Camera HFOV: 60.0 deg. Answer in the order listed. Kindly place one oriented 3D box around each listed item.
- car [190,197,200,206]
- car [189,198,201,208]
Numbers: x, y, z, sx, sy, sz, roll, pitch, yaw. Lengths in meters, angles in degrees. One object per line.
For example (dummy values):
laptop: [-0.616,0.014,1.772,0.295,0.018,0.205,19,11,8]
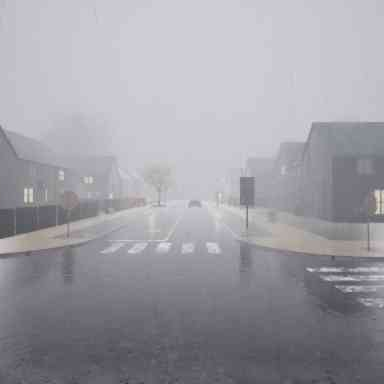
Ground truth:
car: [0.536,1.753,61.658,1.882,1.535,5.008,0,0,1]
car: [0.444,1.690,51.240,2.128,1.511,4.902,0,0,1]
